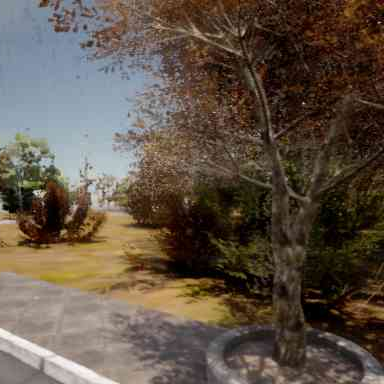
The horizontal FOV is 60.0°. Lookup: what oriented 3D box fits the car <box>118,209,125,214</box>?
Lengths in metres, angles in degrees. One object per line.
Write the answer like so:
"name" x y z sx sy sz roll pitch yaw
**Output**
"car" -12.443 3.482 65.903 1.882 1.535 5.008 -4 -3 32
